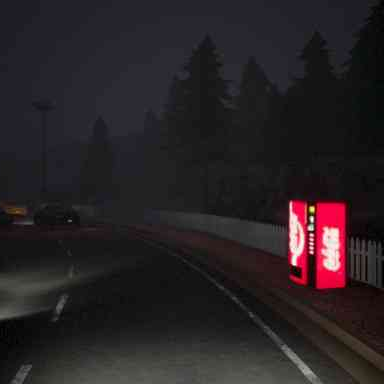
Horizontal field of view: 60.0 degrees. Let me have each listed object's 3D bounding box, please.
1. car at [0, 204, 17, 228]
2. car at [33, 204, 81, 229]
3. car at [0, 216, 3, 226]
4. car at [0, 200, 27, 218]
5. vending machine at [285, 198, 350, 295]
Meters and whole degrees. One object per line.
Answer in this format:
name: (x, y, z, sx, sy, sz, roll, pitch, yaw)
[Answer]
car: (-13.034, 1.601, 21.064, 1.895, 1.301, 4.718, 0, 0, -44)
car: (-8.739, 1.526, 21.503, 1.812, 1.442, 4.674, 0, 0, -41)
car: (-4.035, 1.356, 3.379, 2.097, 1.767, 4.553, 0, 0, -8)
car: (-16.083, 1.478, 28.706, 5.008, 1.535, 1.882, 0, 0, 40)
vending machine: (2.909, 1.195, 7.784, 1.100, 2.100, 0.880, 0, 0, -13)
